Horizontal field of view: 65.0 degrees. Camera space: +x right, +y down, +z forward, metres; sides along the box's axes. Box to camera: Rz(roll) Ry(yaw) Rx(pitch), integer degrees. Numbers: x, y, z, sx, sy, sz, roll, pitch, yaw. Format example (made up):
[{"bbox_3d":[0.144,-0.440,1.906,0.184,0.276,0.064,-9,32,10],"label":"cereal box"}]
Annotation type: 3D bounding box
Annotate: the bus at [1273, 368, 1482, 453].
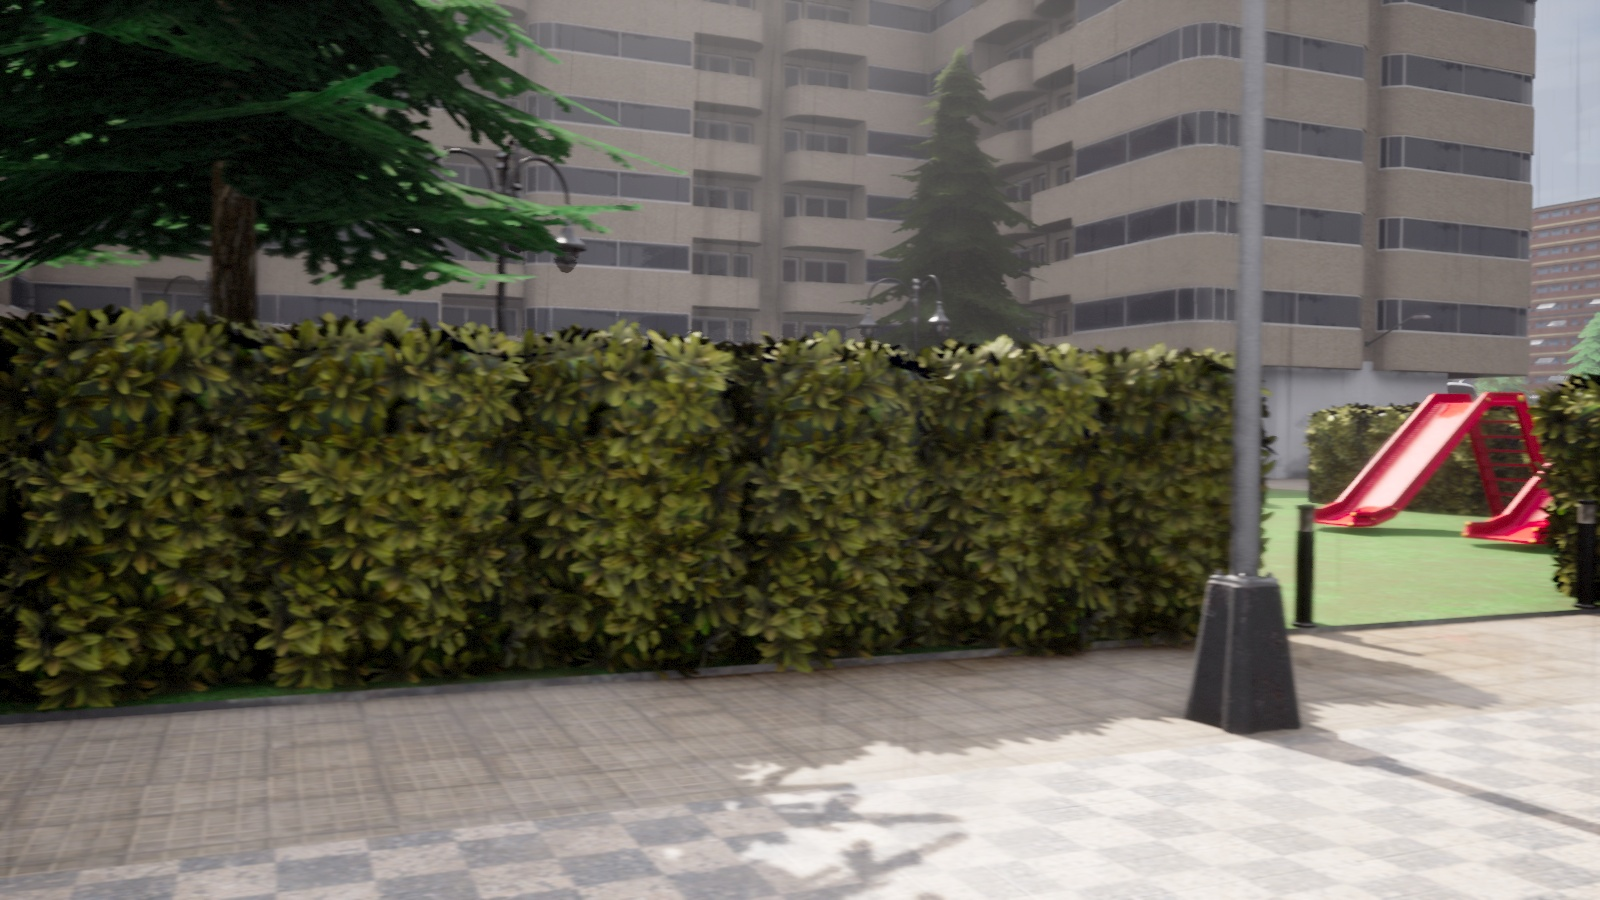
[{"bbox_3d":[30.938,-2.043,67.972,3.944,4.253,10.273,-1,1,-23],"label":"bus"}]
